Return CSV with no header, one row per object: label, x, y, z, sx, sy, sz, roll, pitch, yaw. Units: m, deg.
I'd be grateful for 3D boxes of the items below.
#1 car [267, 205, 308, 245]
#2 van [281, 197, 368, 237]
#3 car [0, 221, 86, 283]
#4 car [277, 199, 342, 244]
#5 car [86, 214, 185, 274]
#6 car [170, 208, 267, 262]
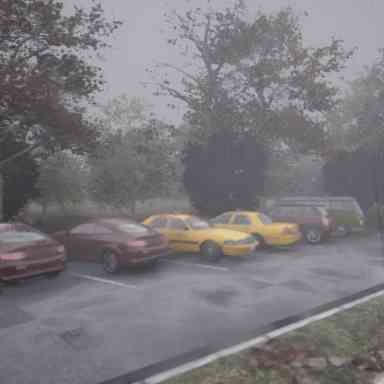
car,1.807,1.487,14.148,5.366,1.575,1.946,-1,0,33
van,6.779,1.253,17.565,4.442,1.987,1.878,-1,-1,33
car,-5.194,1.539,8.781,4.674,1.452,2.002,-1,-1,34
car,4.354,1.358,15.810,4.553,1.767,2.185,-1,0,33
car,-2.799,1.535,10.522,4.674,1.452,2.002,-1,-1,34
car,-0.258,1.486,12.181,5.366,1.575,1.946,-1,-1,34
